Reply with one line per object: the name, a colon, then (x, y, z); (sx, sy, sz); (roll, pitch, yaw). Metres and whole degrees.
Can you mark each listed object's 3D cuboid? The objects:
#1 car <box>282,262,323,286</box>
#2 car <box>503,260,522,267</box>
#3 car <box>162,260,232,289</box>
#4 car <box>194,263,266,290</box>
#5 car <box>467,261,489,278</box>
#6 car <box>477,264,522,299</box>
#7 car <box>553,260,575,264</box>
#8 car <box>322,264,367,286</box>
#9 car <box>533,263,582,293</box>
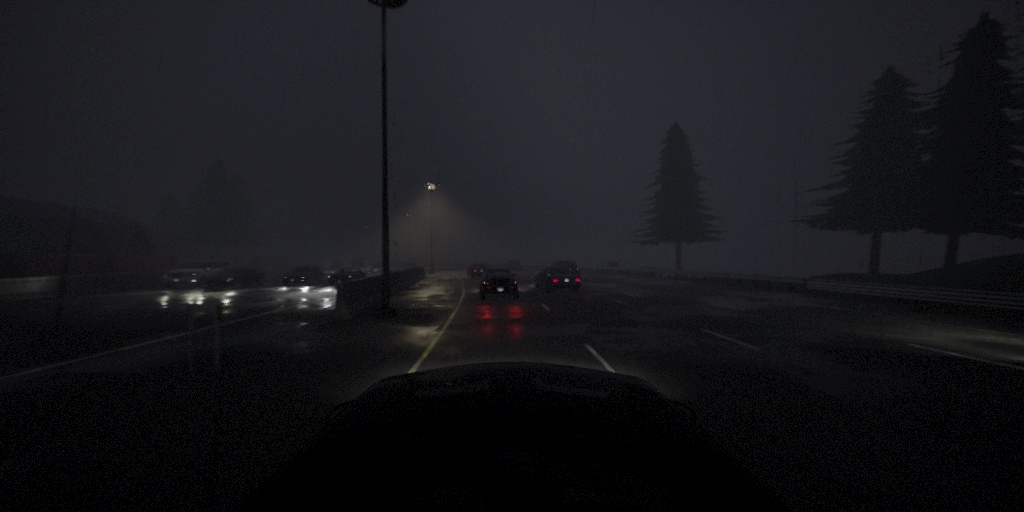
car: (-16.491, 1.518, 28.588); (1.837, 1.490, 4.892); (0, 0, -10)
car: (-0.129, 1.295, 51.441); (2.097, 1.767, 4.553); (-1, 0, -17)
car: (-23.326, 1.295, 27.104); (2.150, 2.045, 5.566); (0, 0, -10)
car: (-19.515, 1.508, 25.413); (1.882, 1.535, 5.008); (0, -1, -9)
car: (-3.440, 1.465, 36.513); (2.033, 1.411, 5.357); (0, 0, -13)
car: (-0.741, 1.348, 18.528); (1.812, 1.442, 4.674); (0, 0, -6)
car: (4.463, 1.177, 32.316); (2.097, 1.767, 4.553); (-1, 0, -10)
car: (-12.832, 1.576, 28.053); (1.895, 1.301, 4.718); (-1, 0, -10)
car: (2.572, 1.349, 21.425); (2.033, 1.411, 5.357); (0, 0, -8)
